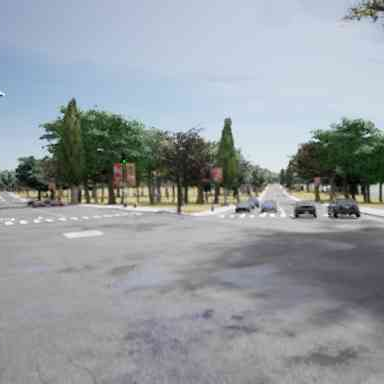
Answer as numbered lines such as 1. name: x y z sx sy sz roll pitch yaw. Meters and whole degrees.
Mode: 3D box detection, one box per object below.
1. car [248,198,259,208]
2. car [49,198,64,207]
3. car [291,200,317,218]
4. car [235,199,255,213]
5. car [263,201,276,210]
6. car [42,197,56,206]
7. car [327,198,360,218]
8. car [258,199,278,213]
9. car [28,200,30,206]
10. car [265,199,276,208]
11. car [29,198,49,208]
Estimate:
1. car: 9.137 2.106 53.333 2.033 1.411 5.357 -2 -1 14
2. car: -26.602 2.197 65.465 1.994 1.385 4.181 -2 0 -31
3. car: 10.599 1.578 31.502 1.837 1.490 4.892 -2 -1 14
4. car: 6.757 1.950 43.574 2.033 1.411 5.357 -2 -1 14
5. car: 11.894 2.037 50.920 1.895 1.301 4.718 -2 -1 14
6. car: -31.800 2.031 74.024 2.097 1.767 4.553 -2 0 -31
7. car: 13.603 1.324 30.126 2.097 1.767 4.553 -2 -1 14
8. car: 9.791 1.827 42.306 1.812 1.442 4.674 -2 -1 14
9. car: -34.588 2.264 72.366 1.882 1.535 5.008 -2 0 -31
10. car: 14.343 2.126 60.972 1.837 1.490 4.892 -2 -2 14
11. car: -29.182 2.287 63.453 2.033 1.411 5.357 -2 0 -31
